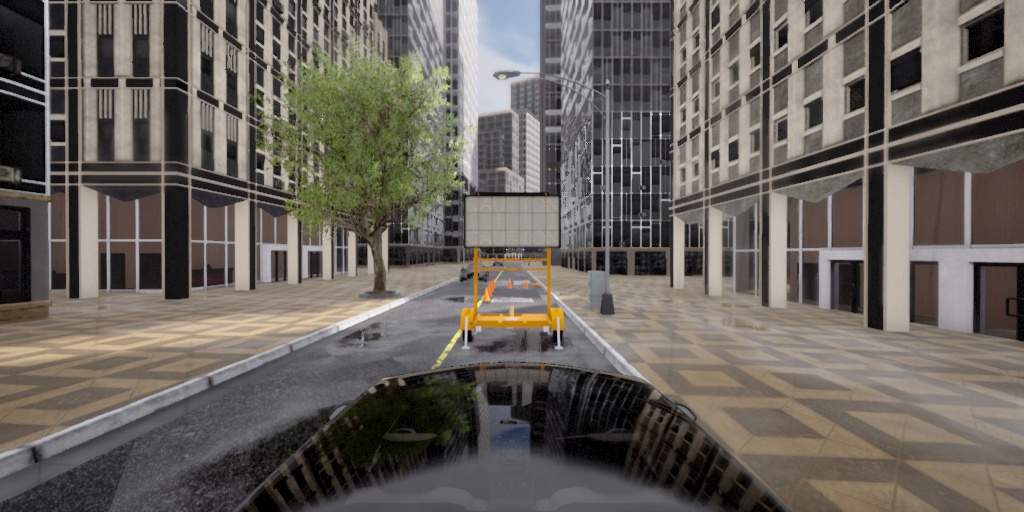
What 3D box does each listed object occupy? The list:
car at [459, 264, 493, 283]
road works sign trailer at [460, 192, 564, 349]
[{"bbox_3d":[-2.819,1.307,27.550,1.994,1.385,4.181,0,0,0],"label":"car"},{"bbox_3d":[0.010,0.209,9.081,2.380,3.560,2.880,0,0,0],"label":"road works sign trailer"}]
